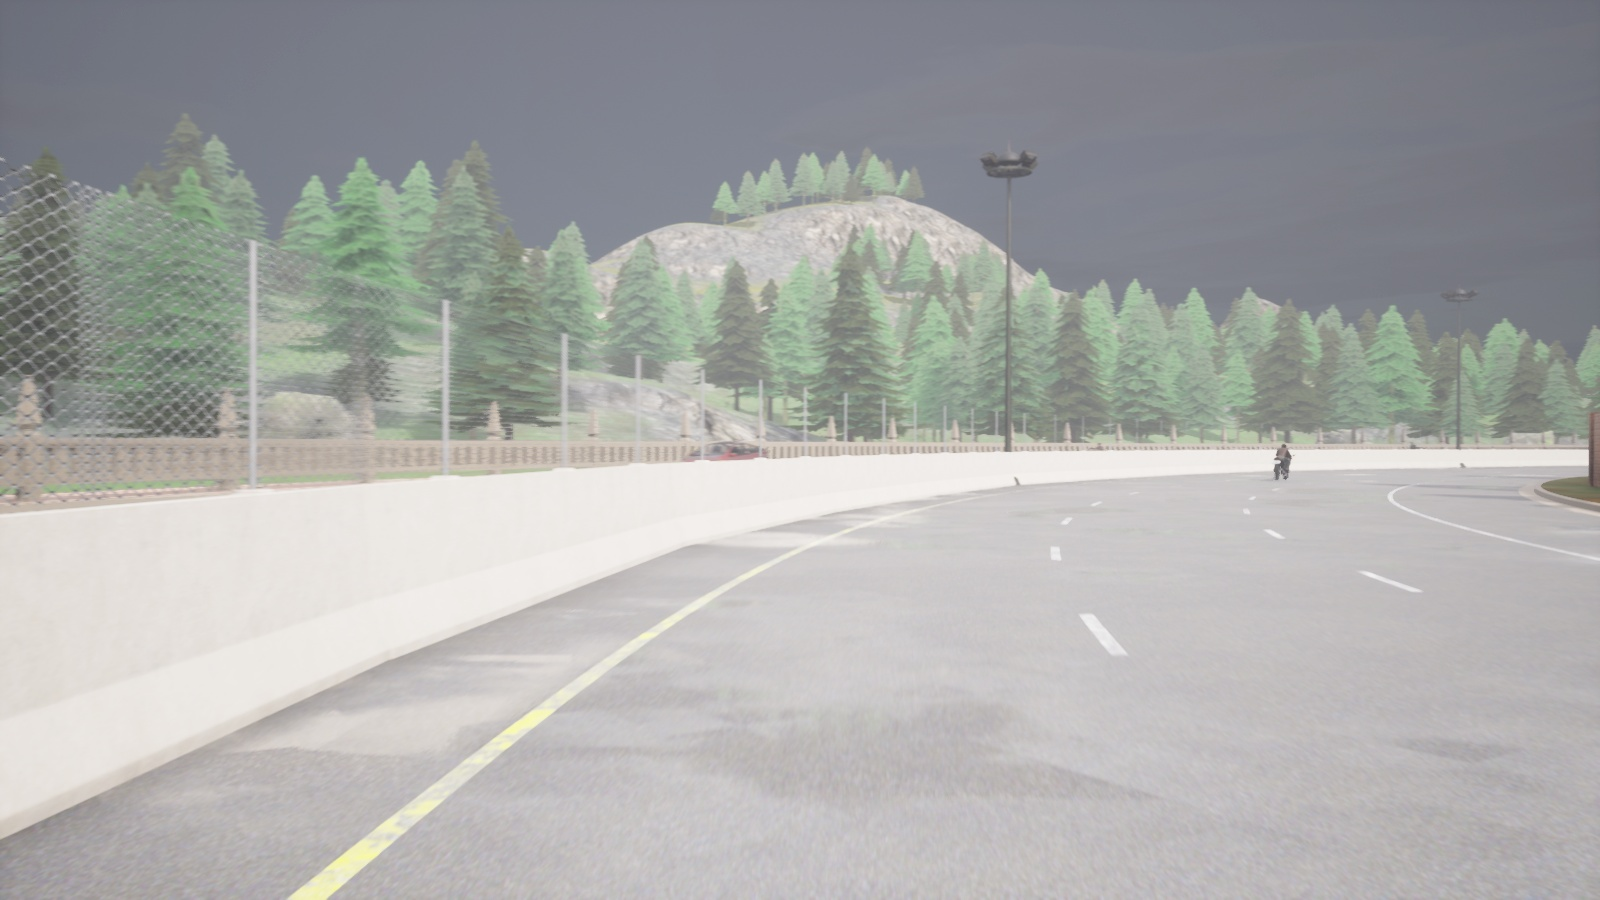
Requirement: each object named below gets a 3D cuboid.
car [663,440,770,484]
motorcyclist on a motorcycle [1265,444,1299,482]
[{"bbox_3d":[-3.061,0.415,46.964,2.007,1.525,4.514,0,0,26],"label":"car"},{"bbox_3d":[19.912,0.535,51.885,0.797,1.523,2.044,3,1,35],"label":"motorcyclist on a motorcycle"}]
